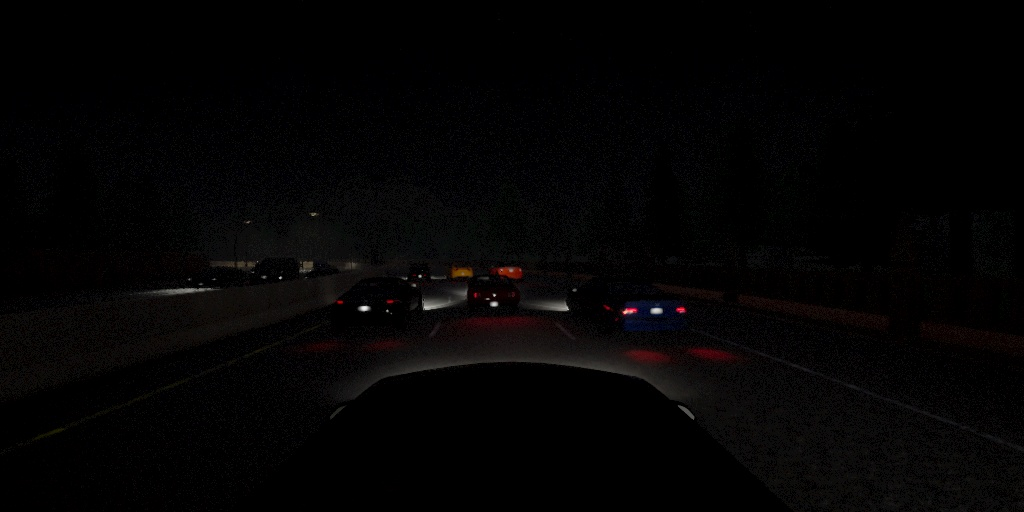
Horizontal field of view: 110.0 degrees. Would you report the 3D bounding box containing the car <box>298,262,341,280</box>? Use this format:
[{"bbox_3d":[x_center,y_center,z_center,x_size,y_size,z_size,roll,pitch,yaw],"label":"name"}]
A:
[{"bbox_3d":[-14.548,1.448,27.910,2.033,1.411,5.357,0,0,-16],"label":"car"}]

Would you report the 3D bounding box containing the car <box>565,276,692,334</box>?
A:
[{"bbox_3d":[3.073,1.318,10.704,2.033,1.411,5.357,0,0,-5],"label":"car"}]

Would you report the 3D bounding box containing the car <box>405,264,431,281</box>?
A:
[{"bbox_3d":[-8.137,1.392,31.279,1.837,1.490,4.892,0,0,-17],"label":"car"}]

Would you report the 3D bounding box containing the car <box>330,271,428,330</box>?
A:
[{"bbox_3d":[-4.094,1.365,11.455,1.994,1.385,4.181,0,0,-6],"label":"car"}]

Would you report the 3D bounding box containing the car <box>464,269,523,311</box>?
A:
[{"bbox_3d":[-0.904,1.401,14.739,1.895,1.301,4.718,0,0,-7],"label":"car"}]

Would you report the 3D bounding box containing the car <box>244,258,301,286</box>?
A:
[{"bbox_3d":[-18.187,1.136,27.805,2.150,2.045,5.566,0,0,-17],"label":"car"}]

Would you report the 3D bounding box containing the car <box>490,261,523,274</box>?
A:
[{"bbox_3d":[-0.611,1.207,30.416,2.097,1.767,4.553,0,0,-15],"label":"car"}]

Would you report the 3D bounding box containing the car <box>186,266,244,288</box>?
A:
[{"bbox_3d":[-21.362,1.469,26.310,2.033,1.411,5.357,0,0,-17],"label":"car"}]

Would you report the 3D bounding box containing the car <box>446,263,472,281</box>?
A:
[{"bbox_3d":[-4.840,1.356,32.489,1.882,1.535,5.008,0,0,-17],"label":"car"}]
